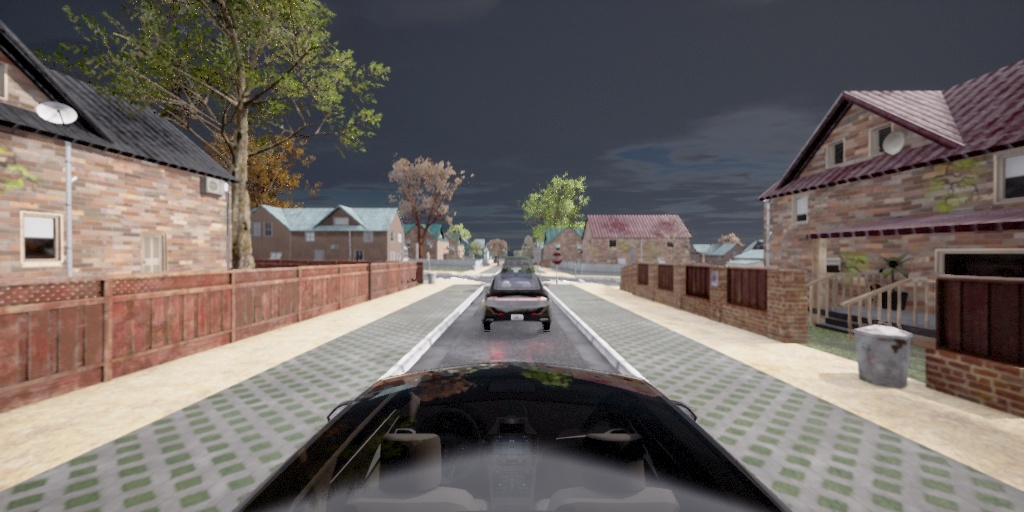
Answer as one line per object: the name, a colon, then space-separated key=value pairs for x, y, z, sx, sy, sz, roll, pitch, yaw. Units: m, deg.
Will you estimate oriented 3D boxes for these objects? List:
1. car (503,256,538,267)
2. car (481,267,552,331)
car: x=0.576 y=1.052 z=25.277 sx=2.150 sy=2.045 sz=5.566 roll=0 pitch=0 yaw=7
car: x=0.131 y=1.270 z=11.086 sx=2.128 sy=1.511 sz=4.902 roll=0 pitch=0 yaw=0
